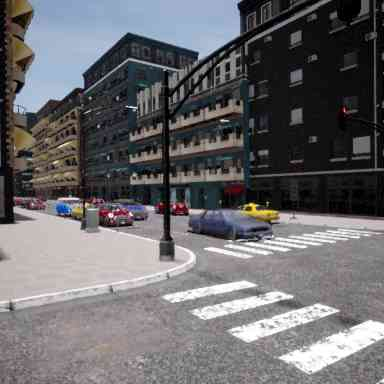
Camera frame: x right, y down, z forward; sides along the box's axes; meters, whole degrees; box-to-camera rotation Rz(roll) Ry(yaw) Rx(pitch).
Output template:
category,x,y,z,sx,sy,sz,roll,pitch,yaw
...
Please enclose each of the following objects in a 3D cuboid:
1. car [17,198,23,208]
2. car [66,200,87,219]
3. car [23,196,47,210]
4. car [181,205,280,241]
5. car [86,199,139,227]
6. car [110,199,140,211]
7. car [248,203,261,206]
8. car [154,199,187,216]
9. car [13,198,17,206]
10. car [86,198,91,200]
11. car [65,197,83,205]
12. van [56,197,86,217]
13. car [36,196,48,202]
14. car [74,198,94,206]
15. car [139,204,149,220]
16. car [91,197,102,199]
category,x,y,z,sx,sy,sz,roll,pitch,yaw
car,-25.054,1.769,51.004,1.947,1.339,4.313,-1,1,-35
car,-8.898,1.652,28.330,1.752,1.417,4.829,-1,1,-35
car,-21.844,1.627,46.496,1.967,1.590,4.097,-1,1,-35
car,1.769,1.600,17.496,2.033,1.411,5.357,-1,0,-32
car,-5.787,1.552,23.961,1.967,1.590,4.097,-1,1,-35
car,-8.595,1.581,42.344,2.008,1.369,4.403,-1,1,-35
car,4.152,1.498,24.455,1.752,1.417,4.829,-1,1,-35
car,-2.173,1.441,33.329,1.967,1.590,4.097,-1,1,-35
car,-31.477,1.782,60.019,1.887,1.381,4.507,-1,1,-35
car,-14.336,1.599,40.465,1.882,1.535,5.008,-1,0,-35
car,-21.441,1.645,60.373,2.008,1.369,4.403,-1,1,-35
van,-12.211,1.482,32.973,1.690,1.788,3.998,-1,1,-35
car,-37.498,1.727,82.910,1.887,1.381,4.507,-1,1,-35
car,-18.229,1.643,55.866,1.947,1.339,4.313,-1,1,-35
car,-5.454,1.433,27.955,2.097,1.767,4.553,-1,0,-35
car,-15.020,1.501,51.358,1.967,1.590,4.097,-1,1,-35
